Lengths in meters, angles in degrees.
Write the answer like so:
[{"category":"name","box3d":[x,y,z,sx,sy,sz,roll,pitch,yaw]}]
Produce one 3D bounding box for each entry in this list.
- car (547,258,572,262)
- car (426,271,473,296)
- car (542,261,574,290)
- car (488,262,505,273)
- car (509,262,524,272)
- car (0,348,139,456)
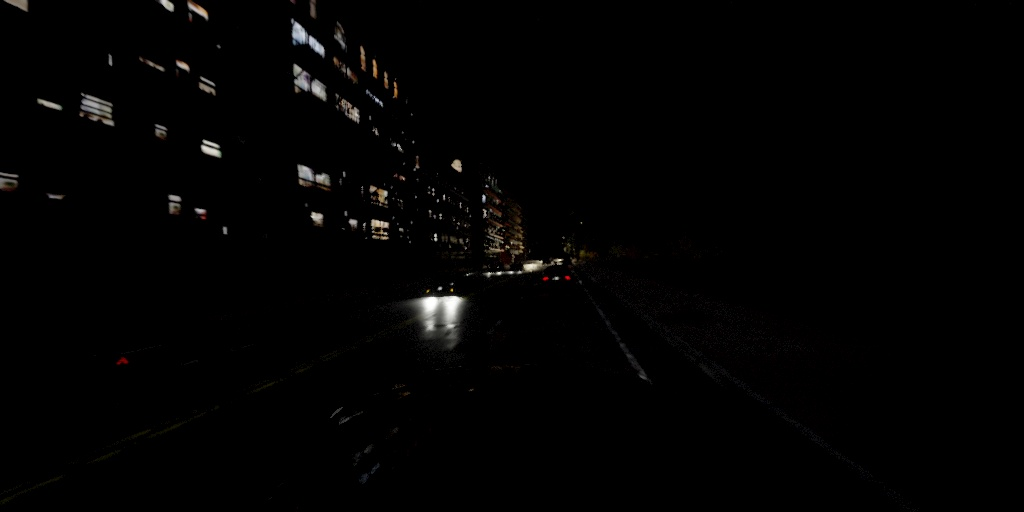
[{"category":"car","box3d":[5.171,1.231,38.695,2.033,1.411,5.357,-3,0,8]},{"category":"car","box3d":[-3.821,1.651,22.359,1.994,1.385,4.181,-3,0,9]},{"category":"car","box3d":[2.815,1.265,22.201,2.033,1.411,5.357,-3,0,8]},{"category":"car","box3d":[-2.390,1.679,55.614,1.882,1.535,5.008,-3,0,9]},{"category":"car","box3d":[0.791,1.568,54.878,2.033,1.411,5.357,-3,0,9]},{"category":"car","box3d":[-6.568,1.688,3.430,1.994,1.385,4.181,-3,0,8]}]
